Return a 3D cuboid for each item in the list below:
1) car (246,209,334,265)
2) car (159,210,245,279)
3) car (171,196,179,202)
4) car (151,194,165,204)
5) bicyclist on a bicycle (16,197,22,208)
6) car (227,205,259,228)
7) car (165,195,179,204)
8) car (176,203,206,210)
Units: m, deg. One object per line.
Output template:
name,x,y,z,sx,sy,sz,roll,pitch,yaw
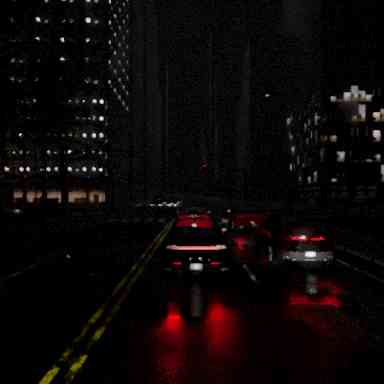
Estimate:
car,3.351,1.545,11.818,1.837,1.490,4.892,0,-1,0
car,0.100,1.528,10.144,2.128,1.511,4.902,0,0,0
car,-4.249,1.786,83.480,1.994,1.385,4.181,0,0,-1
car,-7.240,1.555,68.146,2.097,1.767,4.553,0,0,-1
bicyclist on a bicycle,-25.156,1.561,48.471,0.582,1.620,1.656,0,-1,2
car,3.351,1.550,21.040,1.882,1.535,5.008,0,0,0
car,-3.990,1.755,68.159,1.994,1.385,4.181,0,0,-1
car,0.100,1.546,19.641,1.882,1.535,5.008,0,0,0
